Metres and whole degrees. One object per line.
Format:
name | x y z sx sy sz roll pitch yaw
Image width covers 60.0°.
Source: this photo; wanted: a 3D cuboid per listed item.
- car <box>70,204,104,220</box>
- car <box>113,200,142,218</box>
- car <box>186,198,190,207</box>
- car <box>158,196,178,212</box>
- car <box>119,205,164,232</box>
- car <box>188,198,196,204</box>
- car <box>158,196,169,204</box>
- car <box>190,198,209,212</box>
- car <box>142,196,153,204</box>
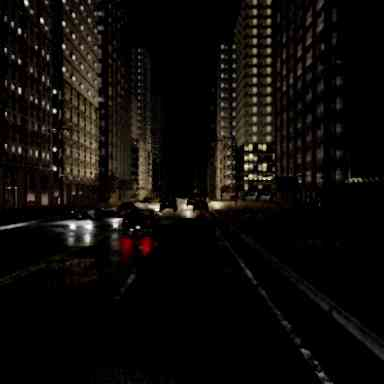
car | -9.839 1.863 31.520 1.895 1.301 4.718 0 0 0
car | -6.584 1.807 33.811 1.812 1.442 4.674 0 -1 0
car | 0.007 1.862 60.861 2.097 1.767 4.553 0 0 0
car | -3.145 1.599 45.386 2.150 2.045 5.566 0 0 0
car | -3.147 1.781 21.625 1.895 1.301 4.718 0 0 0
car | 0.009 2.173 79.830 1.895 1.301 4.718 0 0 0
car | -6.492 1.833 75.164 2.097 1.767 4.553 0 0 0
car | 1.142 1.720 44.295 2.097 1.767 4.553 0 0 0
car | -9.741 1.744 71.901 2.097 1.767 4.553 0 0 0
